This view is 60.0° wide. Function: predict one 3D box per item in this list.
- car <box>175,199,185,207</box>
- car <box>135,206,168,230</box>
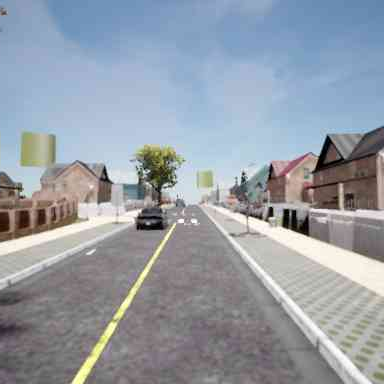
[{"bbox_3d":[-2.774,2.582,78.323,2.150,2.045,5.566,0,-1,0],"label":"car"},{"bbox_3d":[-2.785,1.800,23.859,1.882,1.535,5.008,0,-1,1],"label":"car"}]
